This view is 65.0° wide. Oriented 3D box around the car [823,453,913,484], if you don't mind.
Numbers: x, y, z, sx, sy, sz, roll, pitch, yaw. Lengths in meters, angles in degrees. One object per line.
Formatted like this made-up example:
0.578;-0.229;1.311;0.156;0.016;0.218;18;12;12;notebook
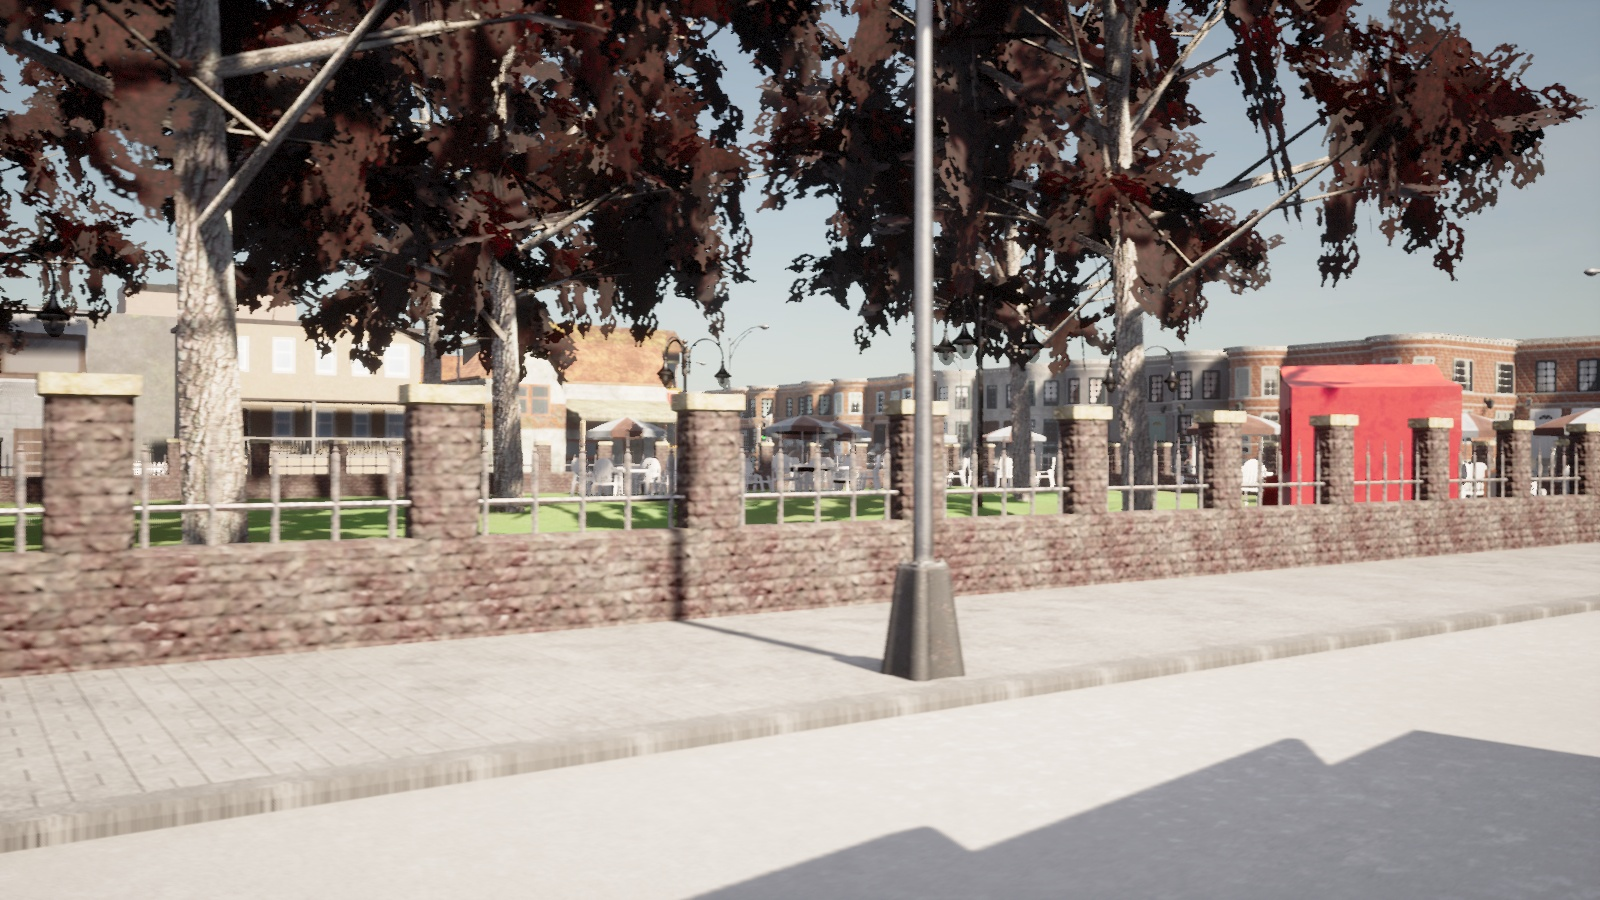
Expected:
3.366;0.905;61.730;4.193;1.474;1.816;0;0;-35;car
